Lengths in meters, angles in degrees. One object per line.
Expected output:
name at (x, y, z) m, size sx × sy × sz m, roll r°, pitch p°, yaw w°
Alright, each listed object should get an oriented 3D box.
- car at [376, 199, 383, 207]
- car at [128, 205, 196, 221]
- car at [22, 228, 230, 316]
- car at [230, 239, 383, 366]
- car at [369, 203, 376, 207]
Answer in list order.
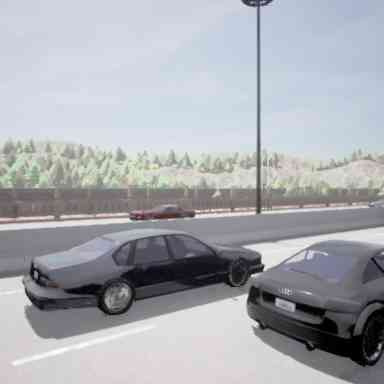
car at (19.511, 1.543, 31.061) m, size 4.718 × 1.301 × 1.895 m, roll 0°, pitch 0°, yaw -37°
car at (-2.135, 1.580, 23.963) m, size 4.718 × 1.301 × 1.895 m, roll 0°, pitch 0°, yaw -35°
car at (-0.777, 1.541, 7.491) m, size 5.357 × 1.411 × 2.033 m, roll 0°, pitch 0°, yaw -35°
car at (2.944, 1.554, 5.846) m, size 4.181 × 1.385 × 1.994 m, roll 0°, pitch 0°, yaw -35°
car at (21.850, 1.480, 37.184) m, size 5.357 × 1.411 × 2.033 m, roll 0°, pitch 0°, yaw -37°
